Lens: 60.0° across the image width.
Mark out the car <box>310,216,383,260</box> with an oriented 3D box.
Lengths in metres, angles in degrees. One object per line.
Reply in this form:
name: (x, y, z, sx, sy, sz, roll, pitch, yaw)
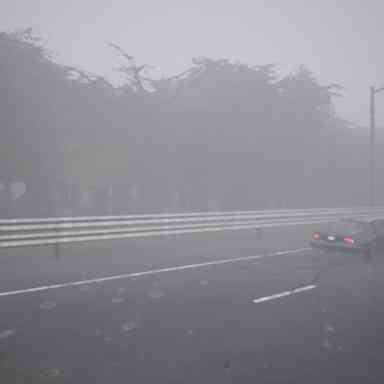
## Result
car: (6.854, 1.667, 12.941, 5.357, 1.411, 2.033, 1, 0, -35)
